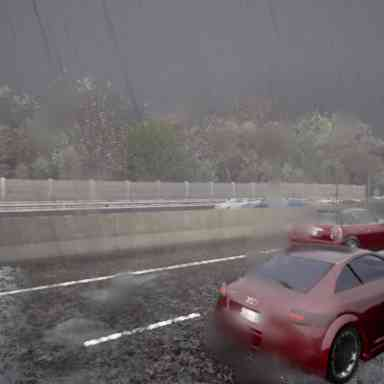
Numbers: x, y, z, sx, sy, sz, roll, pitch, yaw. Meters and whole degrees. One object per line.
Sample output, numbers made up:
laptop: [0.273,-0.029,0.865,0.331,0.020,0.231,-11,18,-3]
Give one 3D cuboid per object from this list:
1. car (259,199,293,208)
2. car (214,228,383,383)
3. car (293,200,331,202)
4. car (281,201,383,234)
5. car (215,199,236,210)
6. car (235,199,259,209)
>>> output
car: [9.158,1.453,32.011,5.008,1.535,1.882,0,0,-35]
car: [2.392,1.557,5.451,4.181,1.385,1.994,0,0,-35]
car: [11.489,1.453,29.374,5.008,1.535,1.882,0,0,-35]
car: [5.674,1.338,12.092,4.553,1.767,2.097,0,0,-35]
car: [4.761,1.501,37.471,4.674,1.442,1.812,0,0,-35]
car: [7.116,1.501,34.853,4.674,1.442,1.812,0,0,-35]
